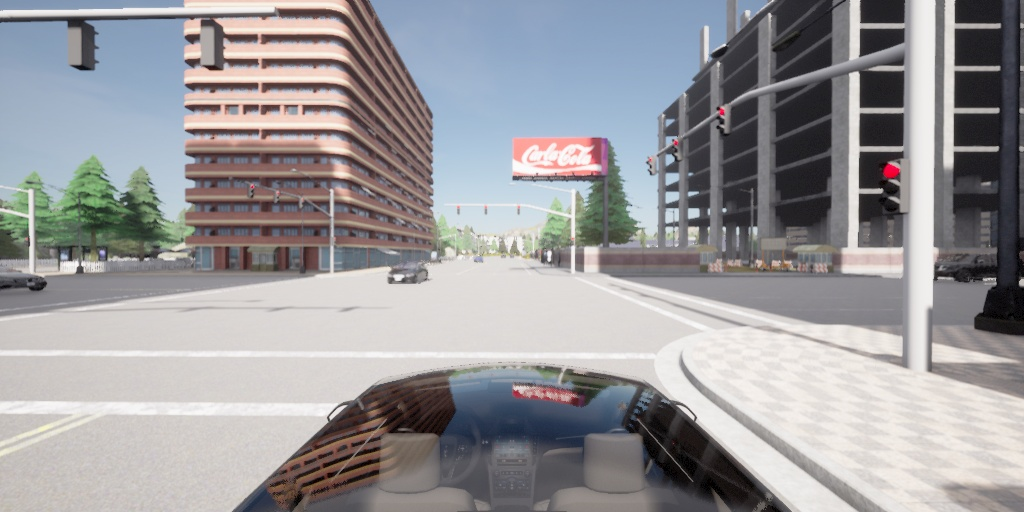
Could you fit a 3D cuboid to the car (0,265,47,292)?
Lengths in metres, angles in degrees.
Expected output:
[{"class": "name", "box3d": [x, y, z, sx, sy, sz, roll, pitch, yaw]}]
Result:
[{"class": "car", "box3d": [-26.630, 1.150, 18.112, 4.674, 1.442, 1.812, 0, 0, 0]}]

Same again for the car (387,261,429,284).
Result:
[{"class": "car", "box3d": [-7.003, 1.122, 24.535, 2.128, 1.511, 4.902, 0, 1, 0]}]

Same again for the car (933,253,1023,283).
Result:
[{"class": "car", "box3d": [32.003, 0.792, 24.960, 5.566, 2.045, 2.150, 0, 0, 0]}]
